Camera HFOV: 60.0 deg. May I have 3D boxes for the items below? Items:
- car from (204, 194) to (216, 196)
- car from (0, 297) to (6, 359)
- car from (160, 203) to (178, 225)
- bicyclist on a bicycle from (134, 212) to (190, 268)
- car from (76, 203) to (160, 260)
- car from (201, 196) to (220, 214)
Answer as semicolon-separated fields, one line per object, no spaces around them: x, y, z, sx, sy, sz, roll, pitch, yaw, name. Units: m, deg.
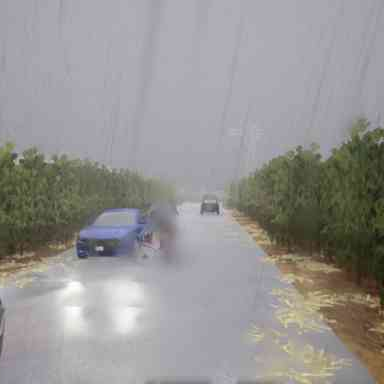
2.572;1.308;47.322;2.150;2.045;5.566;0;0;3;car
-3.188;1.501;1.962;1.837;1.490;4.892;0;0;3;car
-2.036;1.435;23.024;2.033;1.411;5.357;0;-1;3;car
-0.877;1.393;9.580;1.656;1.620;0.582;-2;1;3;bicyclist on a bicycle
-2.621;1.378;12.382;1.882;1.535;5.008;0;1;3;car
1.942;1.525;35.574;1.882;1.535;5.008;0;-1;3;car
